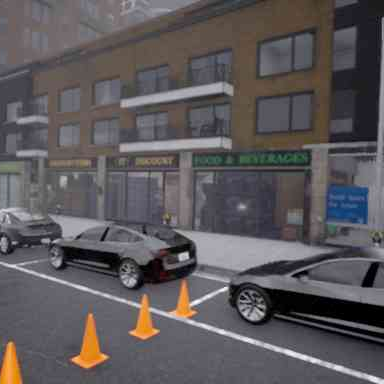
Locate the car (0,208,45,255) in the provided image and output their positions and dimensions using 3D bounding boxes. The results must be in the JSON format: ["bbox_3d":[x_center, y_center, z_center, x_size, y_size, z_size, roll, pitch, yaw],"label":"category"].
[{"bbox_3d":[-6.411,1.247,11.807,4.403,1.369,2.008,2,2,36],"label":"car"}]

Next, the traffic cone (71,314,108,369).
[{"bbox_3d":[-1.315,1.869,4.296,0.340,0.580,0.340,2,1,36],"label":"traffic cone"}]

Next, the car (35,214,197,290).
[{"bbox_3d":[-1.873,1.407,8.553,4.313,1.339,1.947,2,2,36],"label":"car"}]

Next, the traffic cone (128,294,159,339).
[{"bbox_3d":[-0.732,1.870,5.109,0.340,0.580,0.340,2,1,36],"label":"traffic cone"}]

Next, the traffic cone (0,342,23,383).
[{"bbox_3d":[-1.898,1.868,3.483,0.340,0.580,0.340,2,1,36],"label":"traffic cone"}]

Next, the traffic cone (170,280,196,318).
[{"bbox_3d":[-0.150,1.872,5.922,0.340,0.580,0.340,2,1,36],"label":"traffic cone"}]

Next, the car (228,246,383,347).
[{"bbox_3d":[2.665,1.552,5.300,4.313,1.339,1.947,2,2,36],"label":"car"}]
